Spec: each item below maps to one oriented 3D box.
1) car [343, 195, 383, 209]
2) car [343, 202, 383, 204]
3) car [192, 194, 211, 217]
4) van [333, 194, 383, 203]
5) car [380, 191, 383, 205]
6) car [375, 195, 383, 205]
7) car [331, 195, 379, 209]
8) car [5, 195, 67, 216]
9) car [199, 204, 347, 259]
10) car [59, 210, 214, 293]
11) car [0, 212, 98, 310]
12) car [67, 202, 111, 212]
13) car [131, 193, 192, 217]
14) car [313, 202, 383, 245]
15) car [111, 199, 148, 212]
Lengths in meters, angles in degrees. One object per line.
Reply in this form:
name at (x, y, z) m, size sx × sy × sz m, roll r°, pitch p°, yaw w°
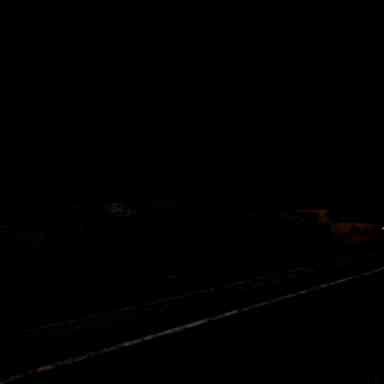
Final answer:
car at (22.248, 1.191, 42.226) m, size 1.946 × 1.575 × 5.366 m, roll 0°, pitch 0°, yaw -36°
car at (7.253, 1.387, 15.687) m, size 2.163 × 1.488 × 4.792 m, roll 0°, pitch 0°, yaw -36°
car at (-0.620, 1.109, 26.066) m, size 2.435 × 2.045 × 5.566 m, roll 0°, pitch 0°, yaw -36°
van at (9.617, 1.115, 17.198) m, size 1.878 × 1.987 × 4.442 m, roll 0°, pitch 0°, yaw -36°
car at (31.153, 0.877, 48.857) m, size 2.435 × 2.045 × 5.566 m, roll 0°, pitch 0°, yaw -36°
car at (28.930, 1.174, 47.197) m, size 2.163 × 1.488 × 4.792 m, roll 0°, pitch 0°, yaw -36°
car at (19.878, 1.211, 40.766) m, size 2.231 × 1.521 × 4.892 m, roll 0°, pitch 0°, yaw -36°
car at (-9.582, 1.185, 19.657) m, size 2.435 × 2.045 × 5.566 m, roll -1°, pitch 0°, yaw -36°
car at (2.716, 1.392, 12.399) m, size 2.097 × 1.535 × 5.008 m, roll 0°, pitch 0°, yaw -36°
car at (-1.832, 1.464, 9.118) m, size 2.163 × 1.488 × 4.792 m, roll -1°, pitch 0°, yaw -36°
car at (-4.122, 1.459, 7.511) m, size 2.231 × 1.521 × 4.892 m, roll -1°, pitch 0°, yaw -35°
car at (-7.326, 1.415, 21.298) m, size 2.097 × 1.535 × 5.008 m, roll -1°, pitch 0°, yaw -36°
car at (-2.785, 1.125, 24.517) m, size 2.435 × 2.045 × 5.566 m, roll 0°, pitch 0°, yaw -36°
car at (4.882, 1.371, 14.183) m, size 1.946 × 1.575 × 5.366 m, roll 0°, pitch 0°, yaw -36°
car at (-5.164, 1.435, 22.848) m, size 2.002 × 1.452 × 4.674 m, roll -1°, pitch 0°, yaw -36°
